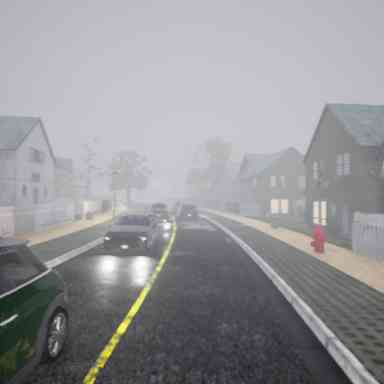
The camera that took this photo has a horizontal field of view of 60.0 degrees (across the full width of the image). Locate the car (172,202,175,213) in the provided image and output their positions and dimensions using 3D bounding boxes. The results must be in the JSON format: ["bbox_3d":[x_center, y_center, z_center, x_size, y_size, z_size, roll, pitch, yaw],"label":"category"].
[{"bbox_3d":[-1.743,1.941,43.370,1.812,1.442,4.674,1,0,-9],"label":"car"}]

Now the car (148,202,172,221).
[{"bbox_3d":[-2.987,1.769,30.175,1.837,1.490,4.892,1,-1,-5],"label":"car"}]

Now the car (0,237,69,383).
[{"bbox_3d":[-2.877,1.337,2.890,2.097,1.767,4.553,1,-1,3],"label":"car"}]

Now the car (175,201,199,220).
[{"bbox_3d":[-0.434,1.851,32.487,1.837,1.490,4.892,1,0,-5],"label":"car"}]

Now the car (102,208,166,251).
[{"bbox_3d":[-2.522,1.675,15.029,2.033,1.411,5.357,1,0,-1],"label":"car"}]

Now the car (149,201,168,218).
[{"bbox_3d":[-3.505,1.808,35.159,1.837,1.490,4.892,1,-1,-5],"label":"car"}]
